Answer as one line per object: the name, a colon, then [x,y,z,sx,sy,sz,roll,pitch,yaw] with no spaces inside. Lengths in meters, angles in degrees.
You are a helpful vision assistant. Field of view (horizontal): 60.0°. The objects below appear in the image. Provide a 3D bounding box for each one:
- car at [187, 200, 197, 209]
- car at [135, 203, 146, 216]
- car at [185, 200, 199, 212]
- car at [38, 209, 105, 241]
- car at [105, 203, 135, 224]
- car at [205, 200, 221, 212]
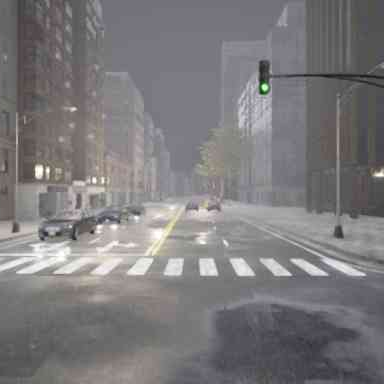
car: [-0.003,2.203,58.769,1.837,1.490,4.892,0,-1,0]
car: [-6.585,2.008,39.163,2.033,1.411,5.357,0,-1,1]
car: [-0.002,2.072,48.348,2.128,1.511,4.902,0,-1,0]
car: [-6.591,1.699,18.136,2.128,1.511,4.902,0,-1,0]
car: [-6.593,1.882,28.615,2.033,1.411,5.357,0,-1,0]
car: [3.248,2.117,48.765,1.812,1.442,4.674,0,-1,0]
